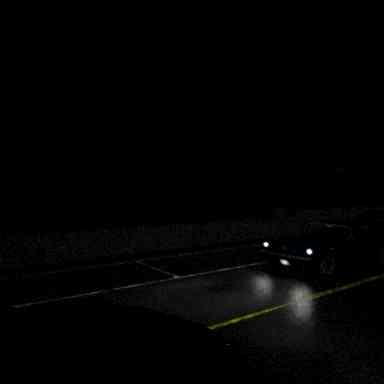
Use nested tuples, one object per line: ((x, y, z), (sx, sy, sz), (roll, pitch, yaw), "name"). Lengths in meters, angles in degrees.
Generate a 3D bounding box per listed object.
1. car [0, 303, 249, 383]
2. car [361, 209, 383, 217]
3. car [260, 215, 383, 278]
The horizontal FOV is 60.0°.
((-1.782, 1.478, 2.041), (5.008, 1.535, 1.882), (0, 0, -36), "car")
((9.998, 1.567, 17.645), (4.313, 1.339, 1.947), (0, 0, -36), "car")
((4.317, 1.601, 10.321), (4.718, 1.301, 1.895), (0, 0, -36), "car")
